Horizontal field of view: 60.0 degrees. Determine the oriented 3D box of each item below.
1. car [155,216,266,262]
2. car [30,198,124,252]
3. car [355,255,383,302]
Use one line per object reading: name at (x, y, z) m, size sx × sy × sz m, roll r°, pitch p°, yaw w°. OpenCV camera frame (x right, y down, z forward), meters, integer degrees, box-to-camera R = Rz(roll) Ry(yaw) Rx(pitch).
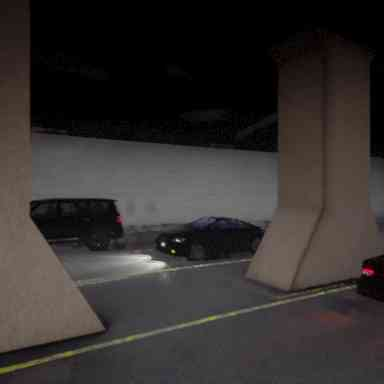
car at (0.771, 1.607, 12.298) m, size 4.181 × 1.385 × 1.994 m, roll 0°, pitch 0°, yaw -29°
car at (-5.404, 1.248, 12.744) m, size 5.566 × 2.045 × 2.150 m, roll 0°, pitch 0°, yaw -32°
car at (5.824, 1.588, 6.980) m, size 5.357 × 1.411 × 2.033 m, roll 0°, pitch 0°, yaw -28°
